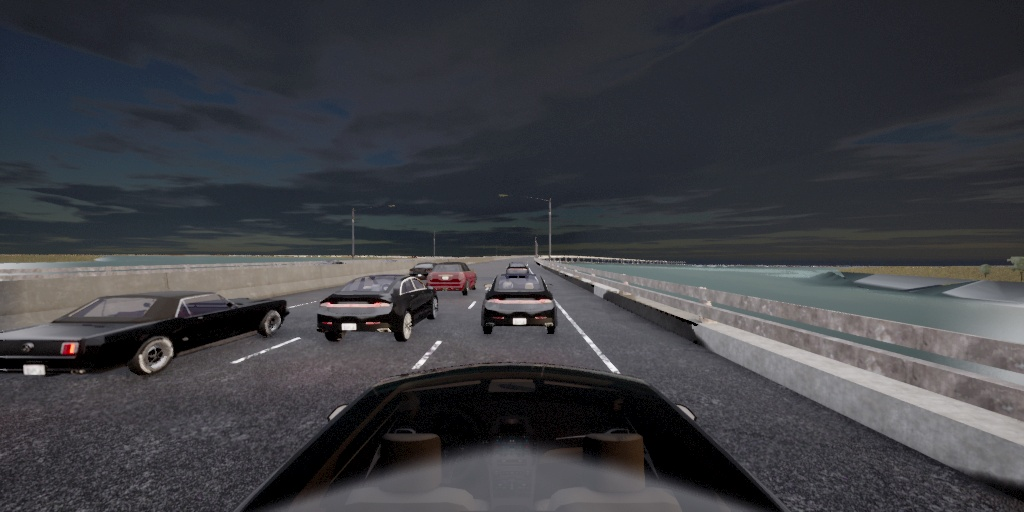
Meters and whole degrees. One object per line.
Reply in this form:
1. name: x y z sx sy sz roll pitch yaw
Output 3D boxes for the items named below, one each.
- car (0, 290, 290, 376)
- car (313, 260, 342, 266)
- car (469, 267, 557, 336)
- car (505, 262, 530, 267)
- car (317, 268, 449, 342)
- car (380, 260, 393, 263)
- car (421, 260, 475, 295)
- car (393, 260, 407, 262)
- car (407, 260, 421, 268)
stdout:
1. car: -6.851 1.352 7.381 1.895 1.301 4.718 0 0 1
2. car: -23.878 1.246 46.525 2.128 1.511 4.902 0 0 2
3. car: 0.187 1.244 10.436 2.128 1.511 4.902 0 0 0
4. car: 0.465 1.246 30.084 2.128 1.511 4.902 0 0 1
5. car: -3.324 1.243 9.793 2.128 1.511 4.902 0 0 1
6. car: -20.012 1.296 58.173 2.033 1.411 5.357 0 0 2
7. car: -3.201 1.105 19.757 2.097 1.767 4.553 0 0 2
8. car: -16.554 1.296 57.037 2.033 1.411 5.357 0 0 2
9. car: -6.564 1.232 28.178 1.882 1.535 5.008 0 0 1
